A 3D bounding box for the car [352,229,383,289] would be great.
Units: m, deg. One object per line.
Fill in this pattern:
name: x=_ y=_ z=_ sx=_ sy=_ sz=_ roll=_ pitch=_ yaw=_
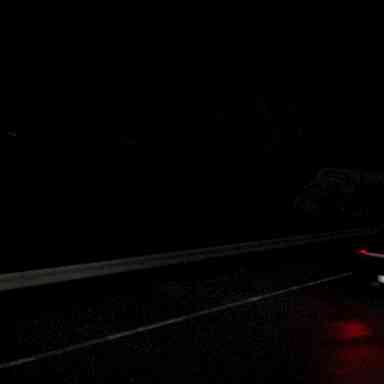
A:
car: x=5.705 y=1.467 z=7.819 sx=4.902 sy=1.511 sz=2.128 roll=0 pitch=0 yaw=-36
